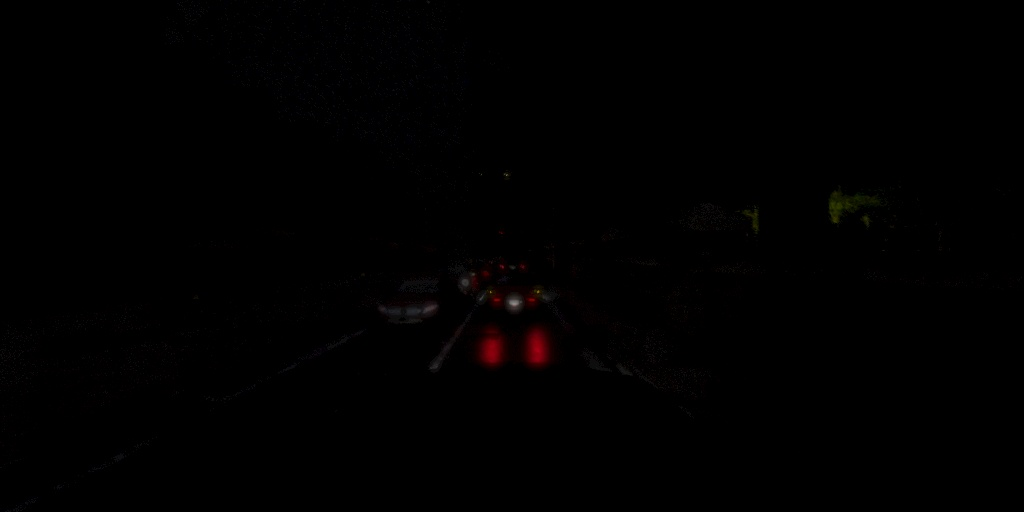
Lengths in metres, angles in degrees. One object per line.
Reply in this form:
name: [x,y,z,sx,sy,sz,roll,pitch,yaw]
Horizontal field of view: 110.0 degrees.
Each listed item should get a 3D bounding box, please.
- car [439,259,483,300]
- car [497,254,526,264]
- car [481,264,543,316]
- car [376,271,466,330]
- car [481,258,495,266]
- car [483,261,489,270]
car: [-2.635,1.086,16.474,1.967,1.591,4.097,0,0,0]
car: [0.087,0.907,29.444,2.097,1.767,4.553,0,0,0]
car: [0.083,1.196,12.940,1.812,1.442,4.674,0,0,0]
car: [-2.636,1.268,10.799,1.802,1.307,4.207,0,0,0]
car: [-3.010,0.985,36.193,1.882,1.535,5.008,0,0,0]
car: [-2.634,1.188,22.149,1.802,1.307,4.207,0,0,0]
